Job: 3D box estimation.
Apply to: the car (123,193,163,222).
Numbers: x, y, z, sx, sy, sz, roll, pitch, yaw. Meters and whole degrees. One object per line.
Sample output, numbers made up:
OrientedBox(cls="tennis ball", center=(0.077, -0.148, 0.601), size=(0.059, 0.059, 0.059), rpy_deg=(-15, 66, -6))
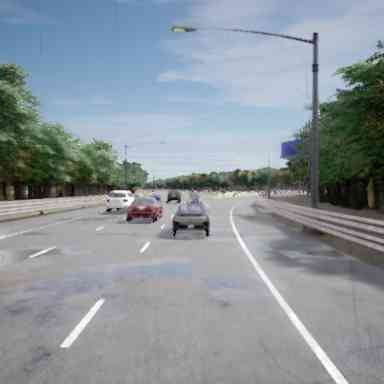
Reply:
OrientedBox(cls="car", center=(-3.375, 1.150, 24.587), size=(2.097, 1.767, 4.553), rpy_deg=(0, 1, 1))

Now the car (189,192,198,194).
OrientedBox(cls="car", center=(0.544, 1.007, 63.354), size=(1.837, 1.490, 4.892), rpy_deg=(0, 0, 0))

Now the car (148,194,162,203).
OrientedBox(cls="car", center=(-6.396, 1.024, 58.073), size=(1.812, 1.442, 4.674), rpy_deg=(0, 0, 1))

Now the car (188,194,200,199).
OrientedBox(cls="car", center=(0.279, 1.262, 41.538), size=(1.895, 1.301, 4.718), rpy_deg=(0, 1, 1))

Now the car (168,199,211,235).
OrientedBox(cls="car", center=(-0.031, 1.361, 17.747), size=(2.128, 1.511, 4.902), rpy_deg=(0, 0, 1))

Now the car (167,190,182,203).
OrientedBox(cls="car", center=(-2.908, 0.752, 55.570), size=(2.150, 2.045, 5.566), rpy_deg=(0, 0, 1))

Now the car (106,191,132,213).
OrientedBox(cls="car", center=(-6.780, 0.933, 32.642), size=(2.150, 2.045, 5.566), rpy_deg=(0, 1, 1))

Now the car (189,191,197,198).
OrientedBox(cls="car", center=(0.297, 0.717, 88.158), size=(2.097, 1.767, 4.553), rpy_deg=(0, 0, -2))
